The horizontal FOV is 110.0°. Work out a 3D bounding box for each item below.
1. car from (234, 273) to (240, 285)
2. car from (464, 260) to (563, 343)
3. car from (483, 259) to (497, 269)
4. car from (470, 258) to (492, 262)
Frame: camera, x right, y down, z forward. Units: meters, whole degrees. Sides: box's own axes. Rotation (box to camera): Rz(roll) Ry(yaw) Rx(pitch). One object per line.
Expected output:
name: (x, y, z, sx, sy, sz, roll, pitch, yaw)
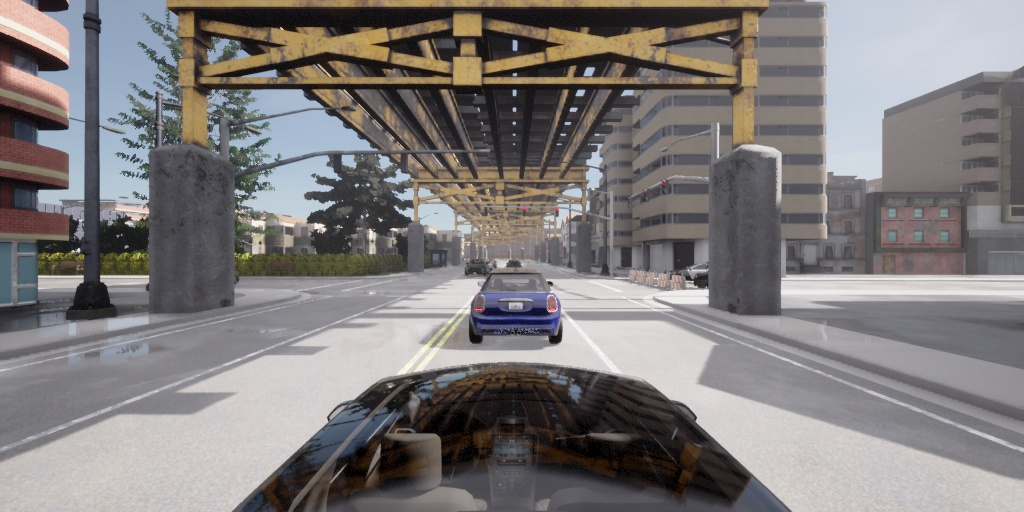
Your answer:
car: (-19.795, 1.207, 22.481, 4.674, 1.442, 1.812, 0, 0, 0)
car: (0.100, 1.093, 9.833, 2.097, 1.767, 4.553, 0, 0, 1)
car: (-3.393, 1.198, 56.446, 1.812, 1.442, 4.674, 0, 0, 1)
car: (-3.513, 1.050, 36.247, 2.097, 1.767, 4.553, 0, 0, 1)
